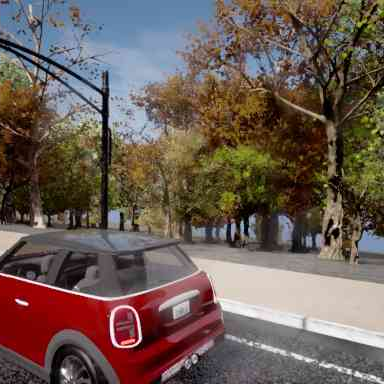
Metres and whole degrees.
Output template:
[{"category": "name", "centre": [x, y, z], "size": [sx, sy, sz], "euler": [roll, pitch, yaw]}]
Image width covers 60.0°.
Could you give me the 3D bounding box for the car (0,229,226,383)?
[{"category": "car", "centre": [-1.848, 1.351, 5.004], "size": [4.553, 1.767, 2.097], "euler": [0, 0, 36]}]
